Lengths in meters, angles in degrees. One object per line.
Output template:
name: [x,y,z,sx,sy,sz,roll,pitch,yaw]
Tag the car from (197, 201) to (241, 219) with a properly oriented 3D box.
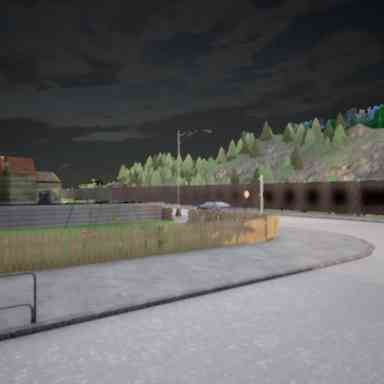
car: [2.280,1.513,29.090,1.812,1.442,4.674,0,0,-35]
